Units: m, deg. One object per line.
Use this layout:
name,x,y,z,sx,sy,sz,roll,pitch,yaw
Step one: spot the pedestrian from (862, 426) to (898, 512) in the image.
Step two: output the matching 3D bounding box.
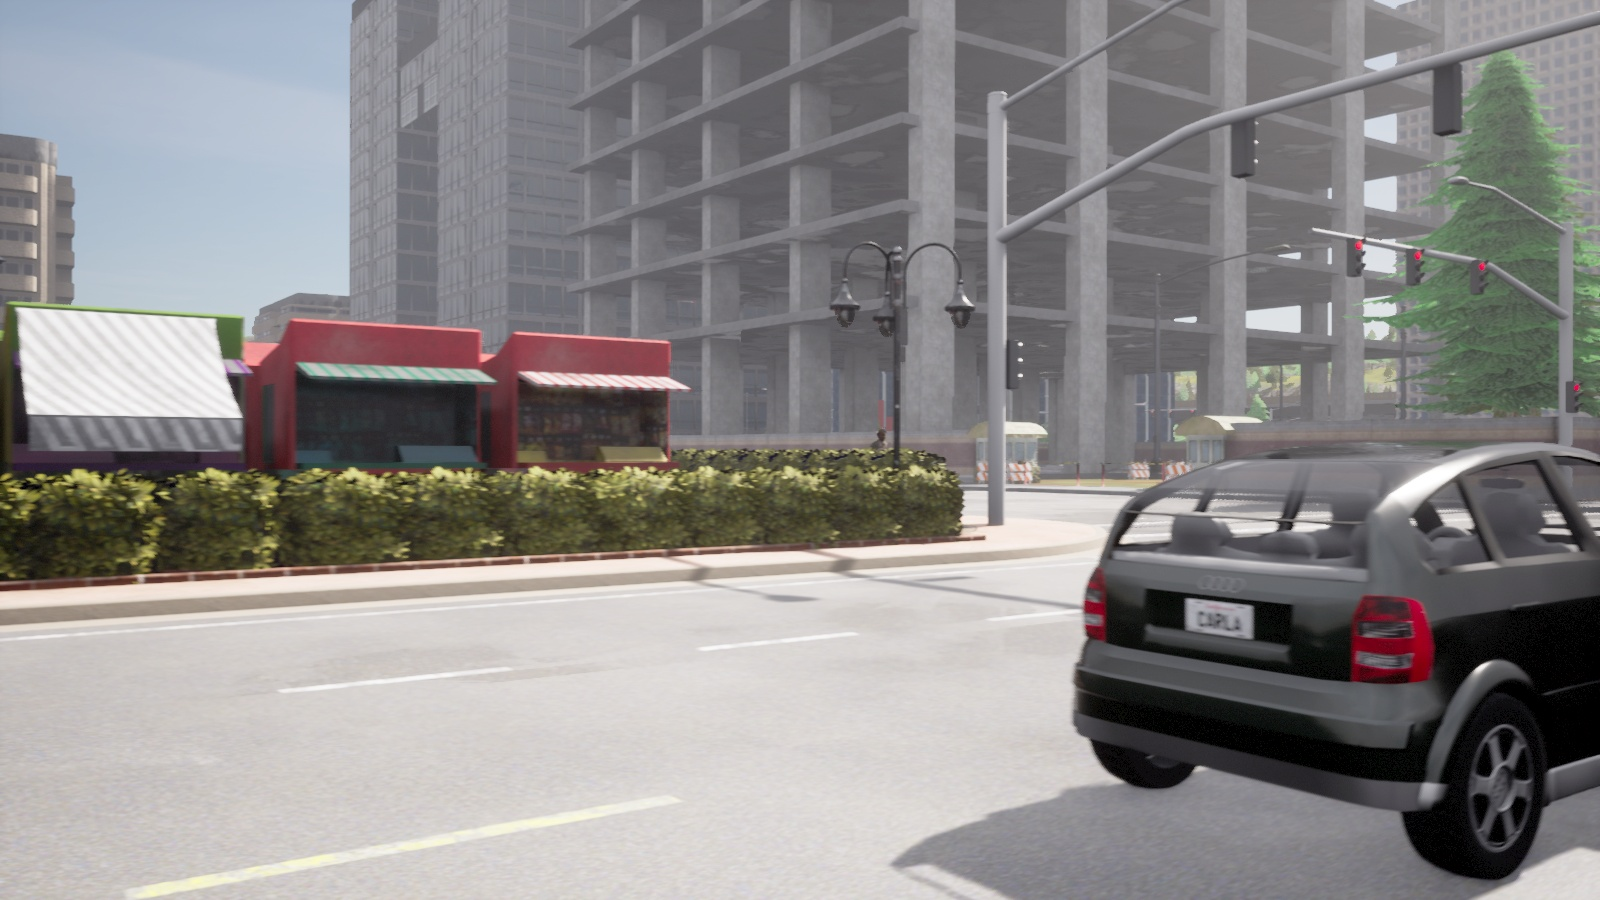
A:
pedestrian,1.719,0.406,26.975,0.328,1.805,0.869,0,0,-32

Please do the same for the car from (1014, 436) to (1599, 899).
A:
car,2.952,0.731,5.713,3.705,1.549,1.789,0,0,-35
